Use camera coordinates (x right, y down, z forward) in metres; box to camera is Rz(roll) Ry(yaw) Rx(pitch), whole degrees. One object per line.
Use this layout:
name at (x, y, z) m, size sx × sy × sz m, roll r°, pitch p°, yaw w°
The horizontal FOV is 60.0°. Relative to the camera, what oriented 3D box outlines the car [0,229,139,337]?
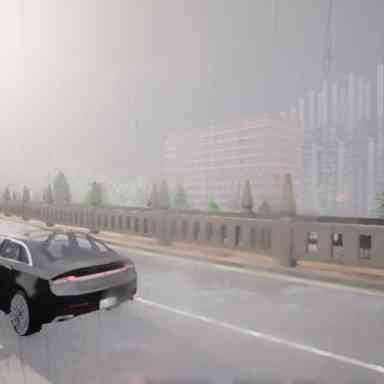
car at (-3.166, 1.509, 6.753) m, size 4.902 × 1.511 × 2.128 m, roll 0°, pitch 0°, yaw 40°
